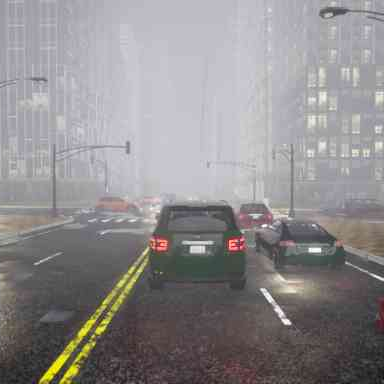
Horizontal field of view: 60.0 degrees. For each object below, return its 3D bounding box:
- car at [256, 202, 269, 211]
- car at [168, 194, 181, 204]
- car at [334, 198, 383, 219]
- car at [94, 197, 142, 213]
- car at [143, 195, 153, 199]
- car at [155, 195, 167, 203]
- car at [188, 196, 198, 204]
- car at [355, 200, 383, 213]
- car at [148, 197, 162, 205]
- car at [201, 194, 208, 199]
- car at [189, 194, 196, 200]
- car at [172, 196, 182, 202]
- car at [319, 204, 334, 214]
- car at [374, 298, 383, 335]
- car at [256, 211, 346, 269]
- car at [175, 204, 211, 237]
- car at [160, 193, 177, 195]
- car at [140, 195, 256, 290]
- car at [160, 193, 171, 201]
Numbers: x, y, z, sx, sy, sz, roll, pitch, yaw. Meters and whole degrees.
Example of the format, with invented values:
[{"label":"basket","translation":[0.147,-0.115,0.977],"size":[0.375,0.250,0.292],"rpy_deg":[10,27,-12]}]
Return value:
[{"label":"car","translation":[3.381,1.341,19.740],"size":[2.097,1.767,4.553],"rpy_deg":[0,0,0]},{"label":"car","translation":[-3.216,1.302,61.563],"size":[2.097,1.767,4.553],"rpy_deg":[0,0,0]},{"label":"car","translation":[16.249,1.517,30.421],"size":[5.009,1.841,2.192],"rpy_deg":[1,0,1]},{"label":"car","translation":[-7.907,1.273,34.876],"size":[4.553,1.767,2.097],"rpy_deg":[0,1,-15]},{"label":"car","translation":[-6.543,1.316,49.968],"size":[2.097,1.767,4.553],"rpy_deg":[0,0,1]},{"label":"car","translation":[-6.390,1.418,69.212],"size":[1.882,1.535,5.008],"rpy_deg":[0,0,0]},{"label":"car","translation":[0.199,1.474,62.234],"size":[1.812,1.442,4.674],"rpy_deg":[0,0,0]},{"label":"car","translation":[21.871,1.641,38.698],"size":[4.829,1.417,1.752],"rpy_deg":[1,0,1]},{"label":"car","translation":[-6.478,1.554,58.958],"size":[1.895,1.301,4.718],"rpy_deg":[0,0,0]},{"label":"car","translation":[3.397,1.216,91.648],"size":[1.882,1.535,5.008],"rpy_deg":[0,0,0]},{"label":"car","translation":[0.146,1.430,91.656],"size":[1.812,1.442,4.674],"rpy_deg":[0,0,0]},{"label":"car","translation":[-3.137,1.532,71.616],"size":[1.895,1.301,4.718],"rpy_deg":[0,0,0]},{"label":"car","translation":[16.780,1.660,36.197],"size":[5.357,1.411,2.033],"rpy_deg":[0,1,1]},{"label":"car","translation":[3.354,1.600,2.302],"size":[1.895,1.301,4.718],"rpy_deg":[0,0,0]},{"label":"car","translation":[3.368,1.558,11.127],"size":[1.994,1.385,4.181],"rpy_deg":[0,0,0]},{"label":"car","translation":[0.127,1.515,18.880],"size":[1.812,1.442,4.674],"rpy_deg":[0,0,2]},{"label":"car","translation":[-3.281,1.183,51.752],"size":[2.150,2.045,5.566],"rpy_deg":[0,0,-1]},{"label":"car","translation":[0.116,1.217,9.198],"size":[2.150,2.045,5.566],"rpy_deg":[0,0,0]},{"label":"car","translation":[-6.373,1.151,79.782],"size":[2.150,2.045,5.566],"rpy_deg":[0,0,0]}]
